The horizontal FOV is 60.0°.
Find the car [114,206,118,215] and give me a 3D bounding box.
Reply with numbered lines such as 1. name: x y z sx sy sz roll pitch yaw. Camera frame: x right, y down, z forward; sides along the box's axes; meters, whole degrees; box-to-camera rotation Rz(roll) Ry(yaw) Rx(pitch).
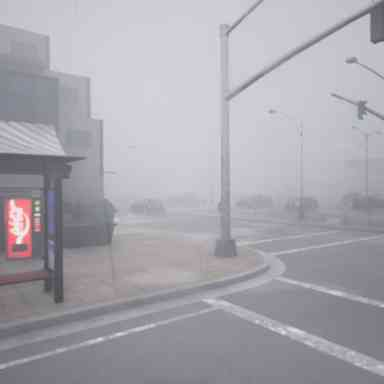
1. car: -9.229 1.672 33.904 1.895 1.301 4.718 -1 0 -36

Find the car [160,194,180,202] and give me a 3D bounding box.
1. car: -4.671 1.257 70.294 3.806 1.475 1.970 -1 0 -36

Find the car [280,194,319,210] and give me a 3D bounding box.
1. car: 11.758 1.163 35.661 3.806 1.475 1.970 -1 0 -36

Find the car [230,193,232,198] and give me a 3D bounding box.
1. car: 10.585 1.041 81.048 5.027 1.636 2.152 -1 0 -36

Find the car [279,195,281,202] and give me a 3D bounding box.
1. car: 17.036 1.076 58.803 4.514 1.523 2.007 -1 0 -36

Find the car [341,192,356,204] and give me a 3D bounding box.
1. car: 23.713 0.881 48.263 4.605 1.855 1.932 -1 0 -36

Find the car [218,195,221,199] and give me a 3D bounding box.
1. car: 8.715 1.051 83.567 4.514 1.523 2.007 -1 0 -36

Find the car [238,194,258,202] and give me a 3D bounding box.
1. car: 11.249 1.097 66.950 3.633 1.501 1.845 -1 0 -36

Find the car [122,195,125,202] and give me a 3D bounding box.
1. car: -12.439 1.310 68.393 3.633 1.501 1.845 -1 0 -36

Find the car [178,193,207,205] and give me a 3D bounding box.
1. car: 0.302 1.011 51.086 3.866 1.878 1.905 -1 0 -36

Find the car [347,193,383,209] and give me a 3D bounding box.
1. car: 19.622 1.168 36.790 4.514 1.523 2.007 -1 0 -36

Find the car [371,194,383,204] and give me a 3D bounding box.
1. car: 30.584 1.071 53.235 3.806 1.475 1.970 -1 0 -36

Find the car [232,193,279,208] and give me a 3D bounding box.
1. car: 7.756 1.087 40.688 5.027 1.636 2.152 -1 0 -36

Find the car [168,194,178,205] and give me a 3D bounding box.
1. car: -1.726 1.035 53.208 4.605 1.855 1.932 -1 0 -36

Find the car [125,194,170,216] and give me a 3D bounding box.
1. car: -4.574 1.392 33.582 2.097 1.767 4.553 -1 0 -36
